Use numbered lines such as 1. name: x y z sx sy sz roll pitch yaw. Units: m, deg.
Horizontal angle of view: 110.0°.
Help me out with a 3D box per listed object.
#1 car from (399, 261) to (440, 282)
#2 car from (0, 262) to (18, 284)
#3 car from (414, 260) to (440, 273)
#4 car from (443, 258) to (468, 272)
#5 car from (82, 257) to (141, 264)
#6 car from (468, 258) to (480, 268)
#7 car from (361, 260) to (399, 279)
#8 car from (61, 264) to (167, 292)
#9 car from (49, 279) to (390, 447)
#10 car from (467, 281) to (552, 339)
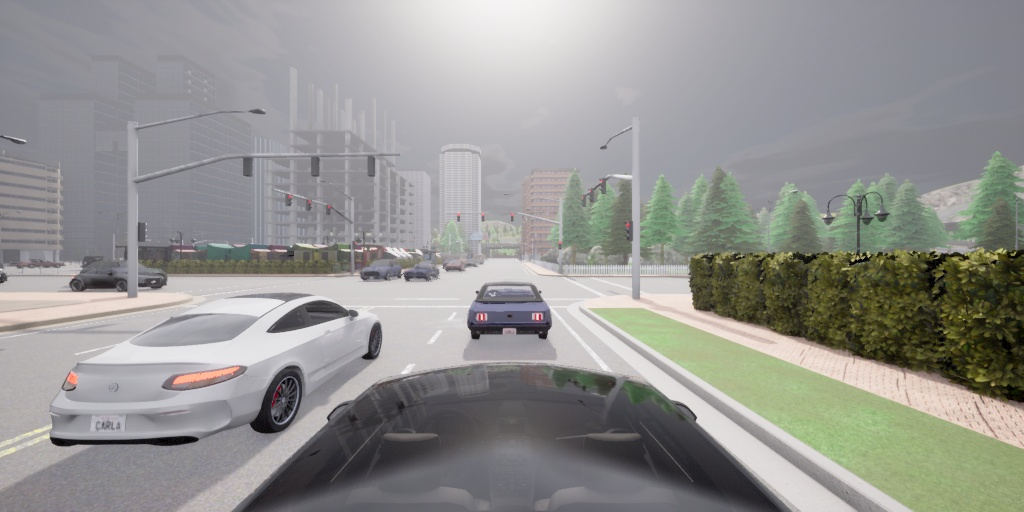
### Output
1. car: -7.262 1.351 29.157 1.895 1.301 4.718 0 0 1
2. car: -37.872 1.254 24.692 4.892 1.490 1.837 0 0 2
3. car: -10.590 1.297 44.969 2.033 1.411 5.357 0 0 0
4. car: -7.090 1.227 45.185 1.882 1.535 5.008 0 0 0
5. car: -26.340 1.102 24.381 4.553 1.767 2.097 0 0 2
6. car: -7.039 1.255 61.824 1.837 1.490 4.892 0 0 0
7. car: -10.755 1.102 29.829 2.097 1.767 4.553 0 0 1
8. car: -22.720 1.314 20.782 4.181 1.385 1.994 0 0 1
9. car: -3.506 1.276 5.389 1.812 1.442 4.674 0 0 -1
10. car: -0.092 1.351 9.997 1.895 1.301 4.718 0 0 -1
